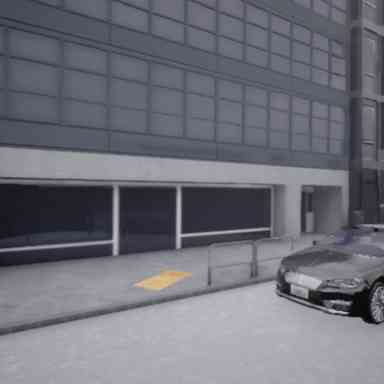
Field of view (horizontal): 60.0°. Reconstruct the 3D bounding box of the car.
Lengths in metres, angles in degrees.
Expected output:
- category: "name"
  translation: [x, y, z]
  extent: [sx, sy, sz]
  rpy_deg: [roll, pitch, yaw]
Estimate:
- category: "car"
  translation: [3.928, 1.483, 7.146]
  extent: [4.902, 1.511, 2.128]
  rpy_deg: [0, 0, -33]
